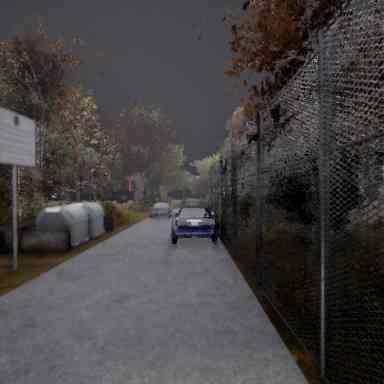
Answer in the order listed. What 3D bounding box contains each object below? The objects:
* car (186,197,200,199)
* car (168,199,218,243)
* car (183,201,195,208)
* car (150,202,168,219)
[{"bbox_3d":[0.103,1.614,39.017,2.150,2.045,5.566,0,-1,0],"label":"car"},{"bbox_3d":[0.097,1.424,16.703,2.097,1.767,4.553,0,0,0],"label":"car"},{"bbox_3d":[-0.649,2.719,73.053,1.882,1.535,5.008,0,-2,7],"label":"car"},{"bbox_3d":[-2.898,1.776,32.100,1.837,1.490,4.892,0,-1,0],"label":"car"}]
